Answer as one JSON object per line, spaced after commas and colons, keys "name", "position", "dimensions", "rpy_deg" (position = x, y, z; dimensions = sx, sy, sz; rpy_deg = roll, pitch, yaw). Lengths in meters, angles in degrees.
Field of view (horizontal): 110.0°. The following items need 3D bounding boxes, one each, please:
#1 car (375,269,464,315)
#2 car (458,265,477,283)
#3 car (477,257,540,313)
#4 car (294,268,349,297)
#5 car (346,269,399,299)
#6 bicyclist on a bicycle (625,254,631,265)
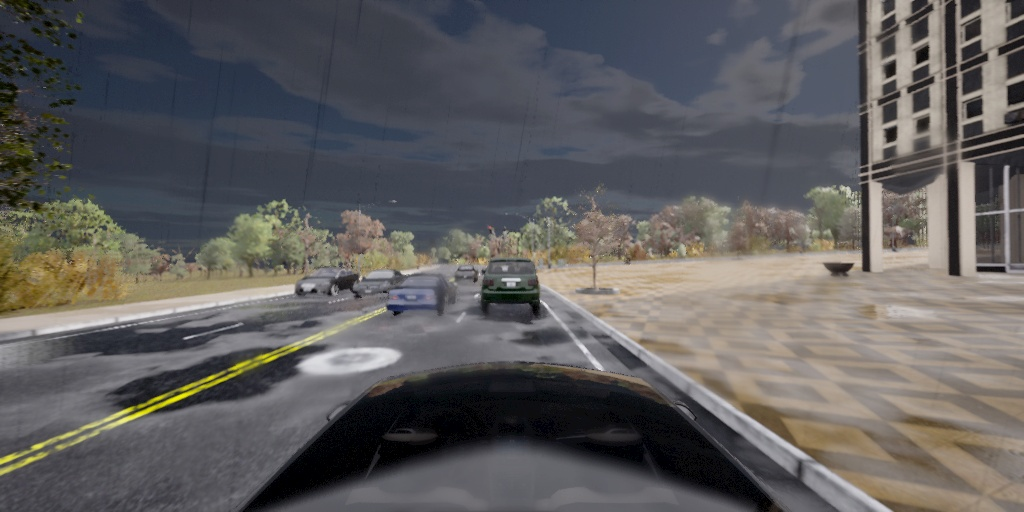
{"name": "car", "position": [-3.313, 1.409, 14.132], "dimensions": [2.033, 1.411, 5.357], "rpy_deg": [0, -1, -1]}
{"name": "car", "position": [-3.970, 1.541, 32.061], "dimensions": [2.128, 1.511, 4.902], "rpy_deg": [0, -1, -3]}
{"name": "car", "position": [-0.088, 1.090, 14.878], "dimensions": [2.150, 2.045, 5.566], "rpy_deg": [0, -1, -1]}
{"name": "car", "position": [-10.183, 1.414, 20.172], "dimensions": [2.128, 1.511, 4.902], "rpy_deg": [0, -1, -2]}
{"name": "car", "position": [-6.907, 1.440, 19.369], "dimensions": [1.812, 1.442, 4.674], "rpy_deg": [0, -1, -2]}
{"name": "bicyclist on a bicycle", "position": [16.296, 0.483, 50.706], "dimensions": [0.582, 1.620, 1.656], "rpy_deg": [-2, -1, -5]}
